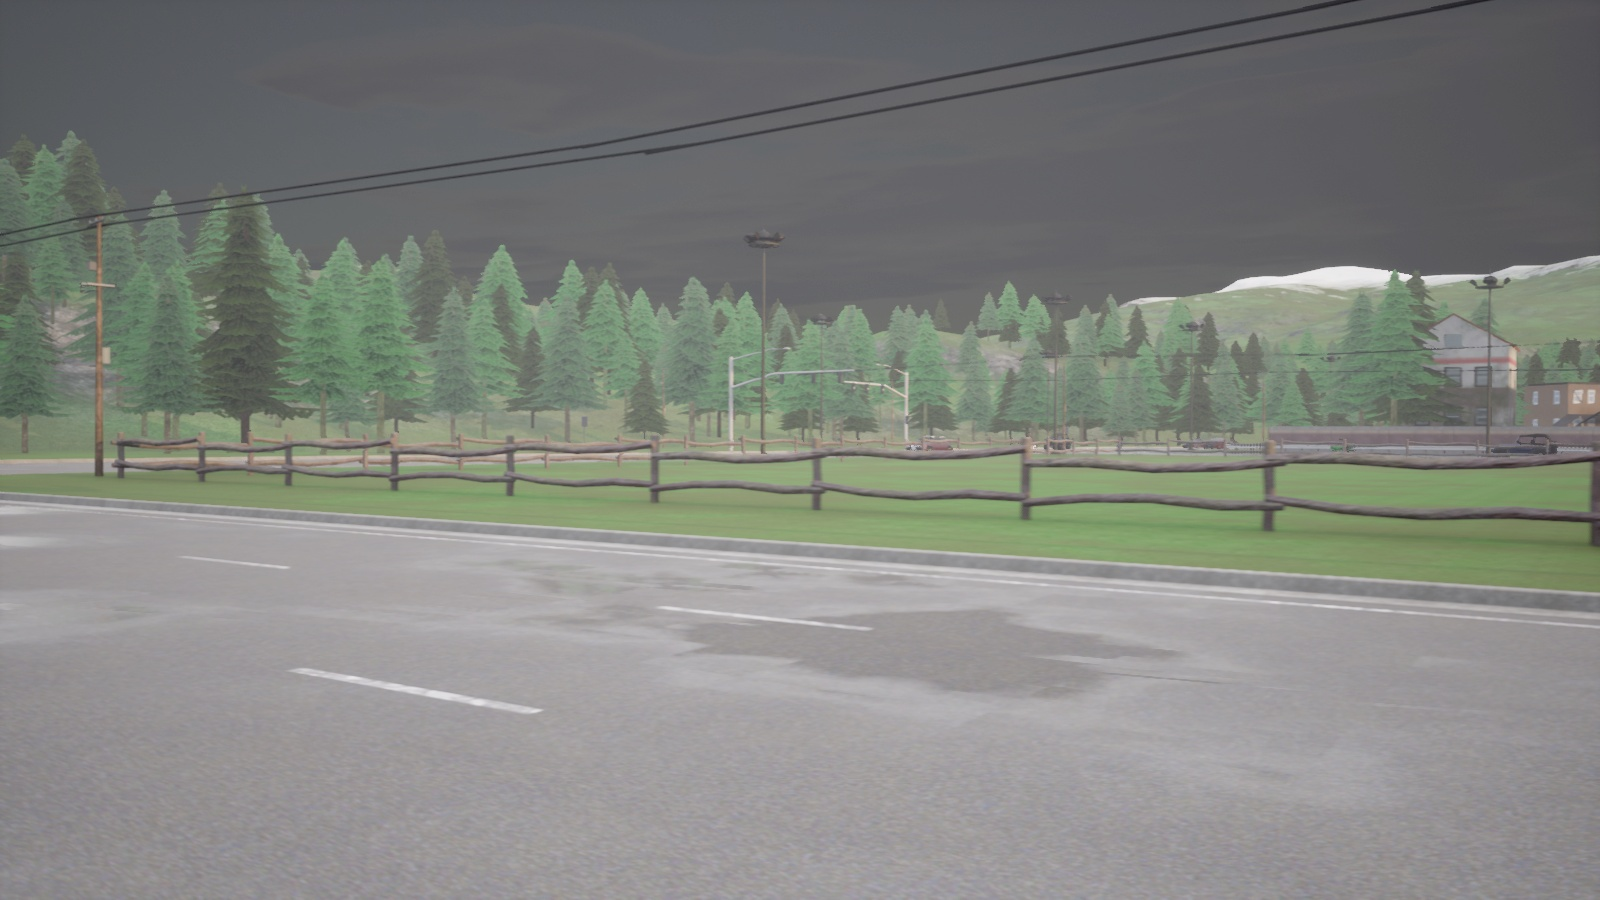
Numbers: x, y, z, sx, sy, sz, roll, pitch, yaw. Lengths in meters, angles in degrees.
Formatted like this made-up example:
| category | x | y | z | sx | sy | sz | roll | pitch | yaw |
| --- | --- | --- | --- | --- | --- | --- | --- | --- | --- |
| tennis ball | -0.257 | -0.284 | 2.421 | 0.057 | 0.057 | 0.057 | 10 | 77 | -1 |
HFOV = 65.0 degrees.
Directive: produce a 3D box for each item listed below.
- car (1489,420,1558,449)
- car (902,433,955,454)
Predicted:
| category | x | y | z | sx | sy | sz | roll | pitch | yaw |
| --- | --- | --- | --- | --- | --- | --- | --- | --- | --- |
| car | 48.158 | -1.033 | 83.629 | 3.866 | 1.878 | 1.905 | 0 | 1 | 34 |
| car | 9.329 | -0.501 | 90.744 | 1.970 | 1.475 | 3.806 | 0 | 1 | 41 |
